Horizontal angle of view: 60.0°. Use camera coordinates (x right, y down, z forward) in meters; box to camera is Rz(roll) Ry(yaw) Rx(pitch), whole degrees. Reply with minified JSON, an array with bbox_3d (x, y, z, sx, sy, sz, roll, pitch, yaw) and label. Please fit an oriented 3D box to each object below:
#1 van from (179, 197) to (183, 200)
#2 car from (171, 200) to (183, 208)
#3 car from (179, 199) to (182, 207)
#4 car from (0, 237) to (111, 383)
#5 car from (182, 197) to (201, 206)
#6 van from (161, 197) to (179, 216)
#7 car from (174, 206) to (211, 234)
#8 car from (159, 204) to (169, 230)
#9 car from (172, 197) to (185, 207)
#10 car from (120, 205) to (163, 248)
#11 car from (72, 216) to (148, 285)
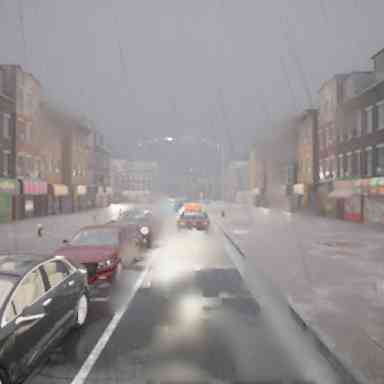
[{"bbox_3d":[-2.608,1.864,53.224,1.690,1.788,3.998,0,-1,0],"label":"van"},{"bbox_3d":[-2.603,2.124,58.655,1.887,1.381,4.507,0,-1,0],"label":"car"},{"bbox_3d":[-2.614,1.978,42.355,1.947,1.339,4.313,0,-1,0],"label":"car"},{"bbox_3d":[-2.639,1.593,4.319,2.008,1.369,4.403,0,-1,0],"label":"car"},{"bbox_3d":[0.127,1.776,43.479,2.097,1.767,4.553,0,-1,0],"label":"car"},{"bbox_3d":[-2.619,1.698,36.923,1.690,1.788,3.998,0,-1,0],"label":"van"},{"bbox_3d":[0.112,1.797,20.603,1.895,1.301,4.718,0,-1,0],"label":"car"},{"bbox_3d":[-2.628,1.721,20.451,1.752,1.417,4.829,0,-1,0],"label":"car"},{"bbox_3d":[-2.601,1.951,64.092,2.192,1.841,5.009,0,-1,0],"label":"car"},{"bbox_3d":[-2.632,1.585,15.188,1.967,1.590,4.097,0,-1,0],"label":"car"},{"bbox_3d":[-2.635,1.637,9.752,1.887,1.381,4.507,0,-1,0],"label":"car"}]
